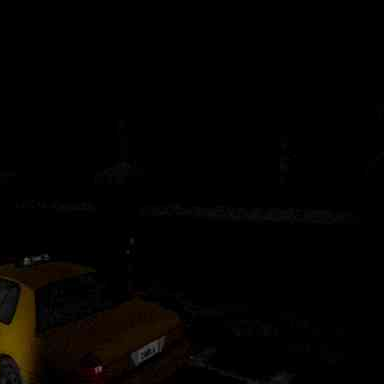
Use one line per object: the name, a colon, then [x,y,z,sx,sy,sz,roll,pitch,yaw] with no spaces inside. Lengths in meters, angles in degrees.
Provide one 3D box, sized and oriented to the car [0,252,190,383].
car: [-2.304,1.525,4.601,4.829,1.417,1.752,0,0,35]
